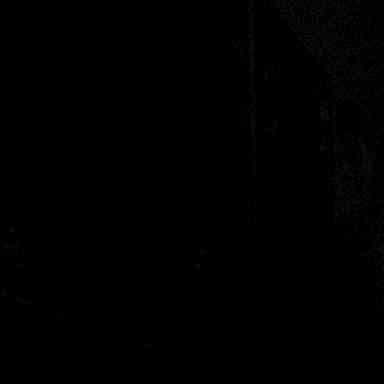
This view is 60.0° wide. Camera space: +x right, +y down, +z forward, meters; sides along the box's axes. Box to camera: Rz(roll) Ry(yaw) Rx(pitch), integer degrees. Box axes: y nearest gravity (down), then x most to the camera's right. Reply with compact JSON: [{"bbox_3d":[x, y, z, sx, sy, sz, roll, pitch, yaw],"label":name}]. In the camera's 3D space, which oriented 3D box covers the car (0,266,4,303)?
[{"bbox_3d":[-5.531,1.650,6.807,4.313,1.339,1.947,-1,-1,36],"label":"car"}]
